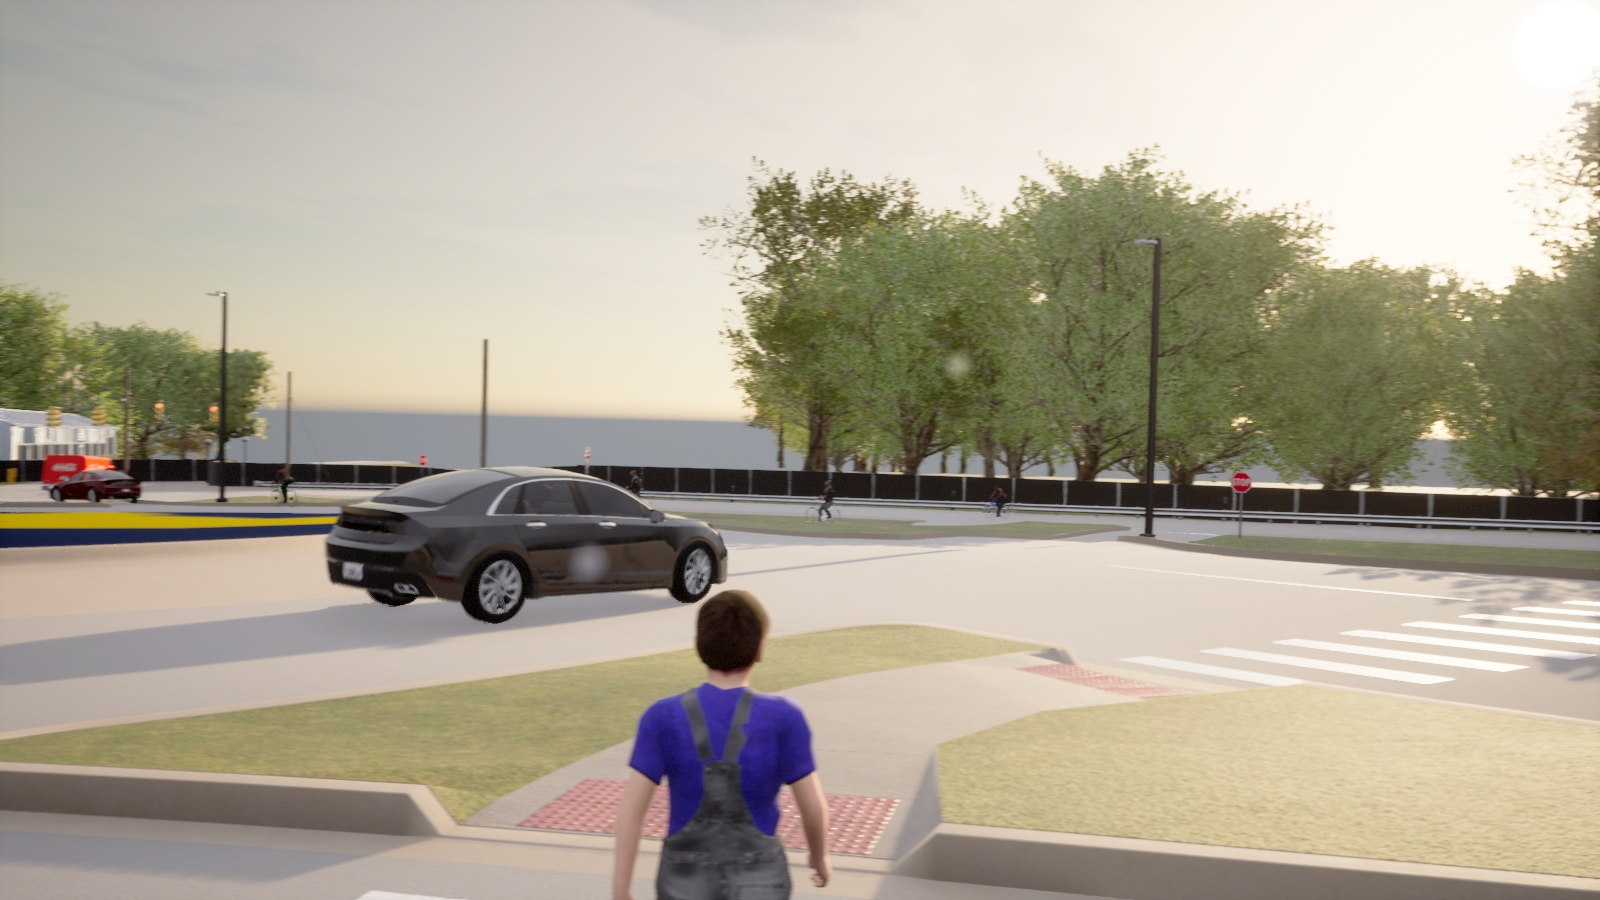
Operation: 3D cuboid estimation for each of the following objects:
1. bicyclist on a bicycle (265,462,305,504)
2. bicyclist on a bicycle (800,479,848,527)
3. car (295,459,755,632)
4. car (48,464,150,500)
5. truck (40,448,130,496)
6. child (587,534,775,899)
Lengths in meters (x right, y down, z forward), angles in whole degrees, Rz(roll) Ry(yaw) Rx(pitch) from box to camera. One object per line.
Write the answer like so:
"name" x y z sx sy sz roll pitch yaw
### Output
"bicyclist on a bicycle" -19.829 1.264 48.370 1.656 1.620 0.582 0 -1 33
"bicyclist on a bicycle" 0.940 2.086 49.130 1.843 1.776 0.659 5 -4 -42
"car" -2.795 0.954 13.938 1.837 1.490 4.892 3 0 37
"car" -31.378 1.401 56.164 5.008 1.535 1.882 0 -1 34
"truck" -41.857 1.352 73.709 2.627 2.467 5.204 1 -4 -6
"child" -0.241 0.828 2.600 0.270 1.263 0.437 2 1 8
